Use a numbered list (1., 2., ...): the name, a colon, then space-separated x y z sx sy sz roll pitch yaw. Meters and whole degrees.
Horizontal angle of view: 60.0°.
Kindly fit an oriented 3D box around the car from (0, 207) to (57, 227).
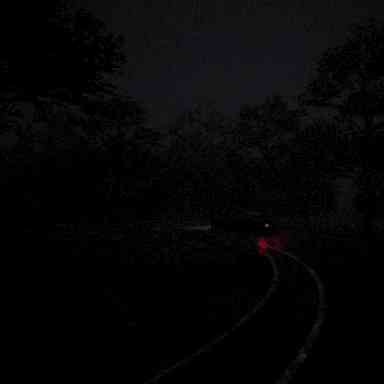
1. car: -13.947 2.036 27.613 5.008 1.535 1.882 -1 -1 -14

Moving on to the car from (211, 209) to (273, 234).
1. car: 3.133 1.818 21.547 1.812 1.442 4.674 1 -1 -34
